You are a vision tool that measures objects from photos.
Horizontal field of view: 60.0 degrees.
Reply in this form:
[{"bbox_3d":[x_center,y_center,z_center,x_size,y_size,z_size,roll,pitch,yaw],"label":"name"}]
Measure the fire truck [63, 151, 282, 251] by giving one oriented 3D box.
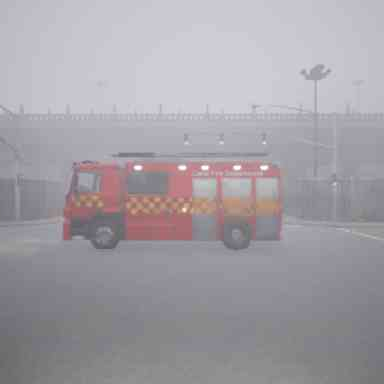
[{"bbox_3d":[-0.720,0.319,13.933,8.468,3.827,2.891,0,0,1],"label":"fire truck"}]
